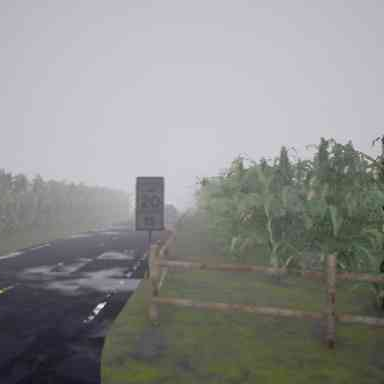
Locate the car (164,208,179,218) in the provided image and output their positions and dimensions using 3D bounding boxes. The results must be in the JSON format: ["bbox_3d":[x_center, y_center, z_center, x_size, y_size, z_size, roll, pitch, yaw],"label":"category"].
[{"bbox_3d":[-3.150,3.205,52.146,1.994,1.385,4.181,1,-2,0],"label":"car"}]

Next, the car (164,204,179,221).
[{"bbox_3d":[-3.156,2.497,41.115,2.150,2.045,5.566,1,-2,1],"label":"car"}]
